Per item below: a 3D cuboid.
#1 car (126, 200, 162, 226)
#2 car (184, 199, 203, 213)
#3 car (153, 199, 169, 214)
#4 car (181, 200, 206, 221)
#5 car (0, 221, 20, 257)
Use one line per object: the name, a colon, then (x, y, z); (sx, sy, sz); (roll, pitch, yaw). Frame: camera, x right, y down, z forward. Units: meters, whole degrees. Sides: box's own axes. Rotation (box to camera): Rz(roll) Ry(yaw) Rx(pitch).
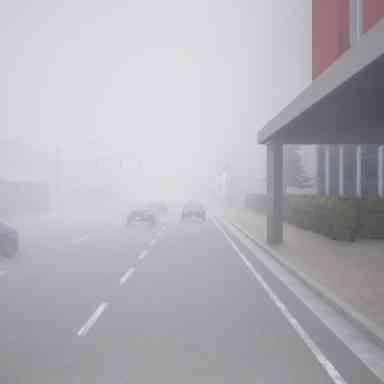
car: (-3.414, 1.508, 23.460); (1.812, 1.442, 4.674); (0, 0, 0)
car: (0.199, 1.535, 37.731); (1.994, 1.385, 4.181); (0, 0, 3)
car: (-3.429, 1.465, 34.411); (2.128, 1.511, 4.902); (0, 0, 0)
car: (0.101, 1.580, 27.291); (1.895, 1.301, 4.718); (0, 0, 0)
car: (-7.077, 1.518, 10.147); (1.812, 1.442, 4.674); (0, 0, 0)
